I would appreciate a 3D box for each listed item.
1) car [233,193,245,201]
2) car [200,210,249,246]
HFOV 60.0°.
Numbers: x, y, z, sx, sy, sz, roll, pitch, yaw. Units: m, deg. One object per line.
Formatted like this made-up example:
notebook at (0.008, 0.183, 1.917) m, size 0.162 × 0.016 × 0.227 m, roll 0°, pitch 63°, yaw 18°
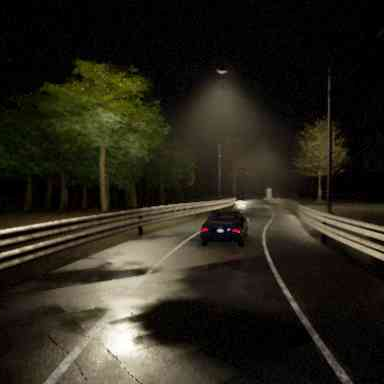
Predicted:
car at (11.354, 1.177, 80.780) m, size 2.150 × 2.045 × 5.566 m, roll 0°, pitch 0°, yaw -4°
car at (1.595, 1.553, 15.365) m, size 2.033 × 1.411 × 5.357 m, roll 0°, pitch 0°, yaw 11°
